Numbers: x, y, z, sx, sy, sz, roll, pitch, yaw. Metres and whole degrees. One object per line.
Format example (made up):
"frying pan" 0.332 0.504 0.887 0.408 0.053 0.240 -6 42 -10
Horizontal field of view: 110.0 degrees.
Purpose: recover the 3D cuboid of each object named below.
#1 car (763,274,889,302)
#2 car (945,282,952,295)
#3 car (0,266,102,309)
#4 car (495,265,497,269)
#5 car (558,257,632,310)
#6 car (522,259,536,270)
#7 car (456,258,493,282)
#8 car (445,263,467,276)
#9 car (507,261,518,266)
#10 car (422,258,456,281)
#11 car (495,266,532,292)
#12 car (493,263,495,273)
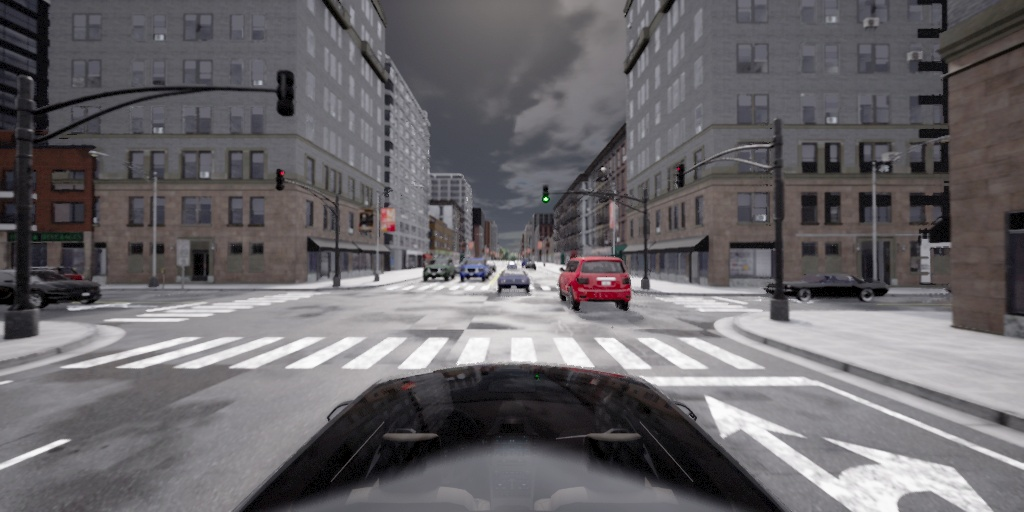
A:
"car" 15.063 1.514 17.453 4.718 1.301 1.895 0 -1 0
"car" 24.293 1.539 17.380 4.718 1.301 1.895 0 -1 1
"car" -19.859 1.294 14.647 5.008 1.535 1.882 0 -1 1
"car" -3.253 1.711 52.392 1.895 1.301 4.718 0 0 0
"car" 3.350 1.072 15.421 2.150 2.045 5.566 0 0 0
"car" 3.272 1.688 63.176 1.837 1.490 4.892 0 0 0
"car" -3.309 1.194 32.667 2.150 2.045 5.566 0 0 2
"car" -6.570 1.605 42.358 1.994 1.385 4.181 0 0 0
"car" 0.011 1.735 63.934 2.033 1.411 5.357 0 0 1
"car" -6.585 1.196 32.954 2.150 2.045 5.566 0 0 0
"car" 0.098 1.504 22.819 1.895 1.301 4.718 0 0 0
"car" -3.316 1.565 42.182 1.812 1.442 4.674 0 0 1
